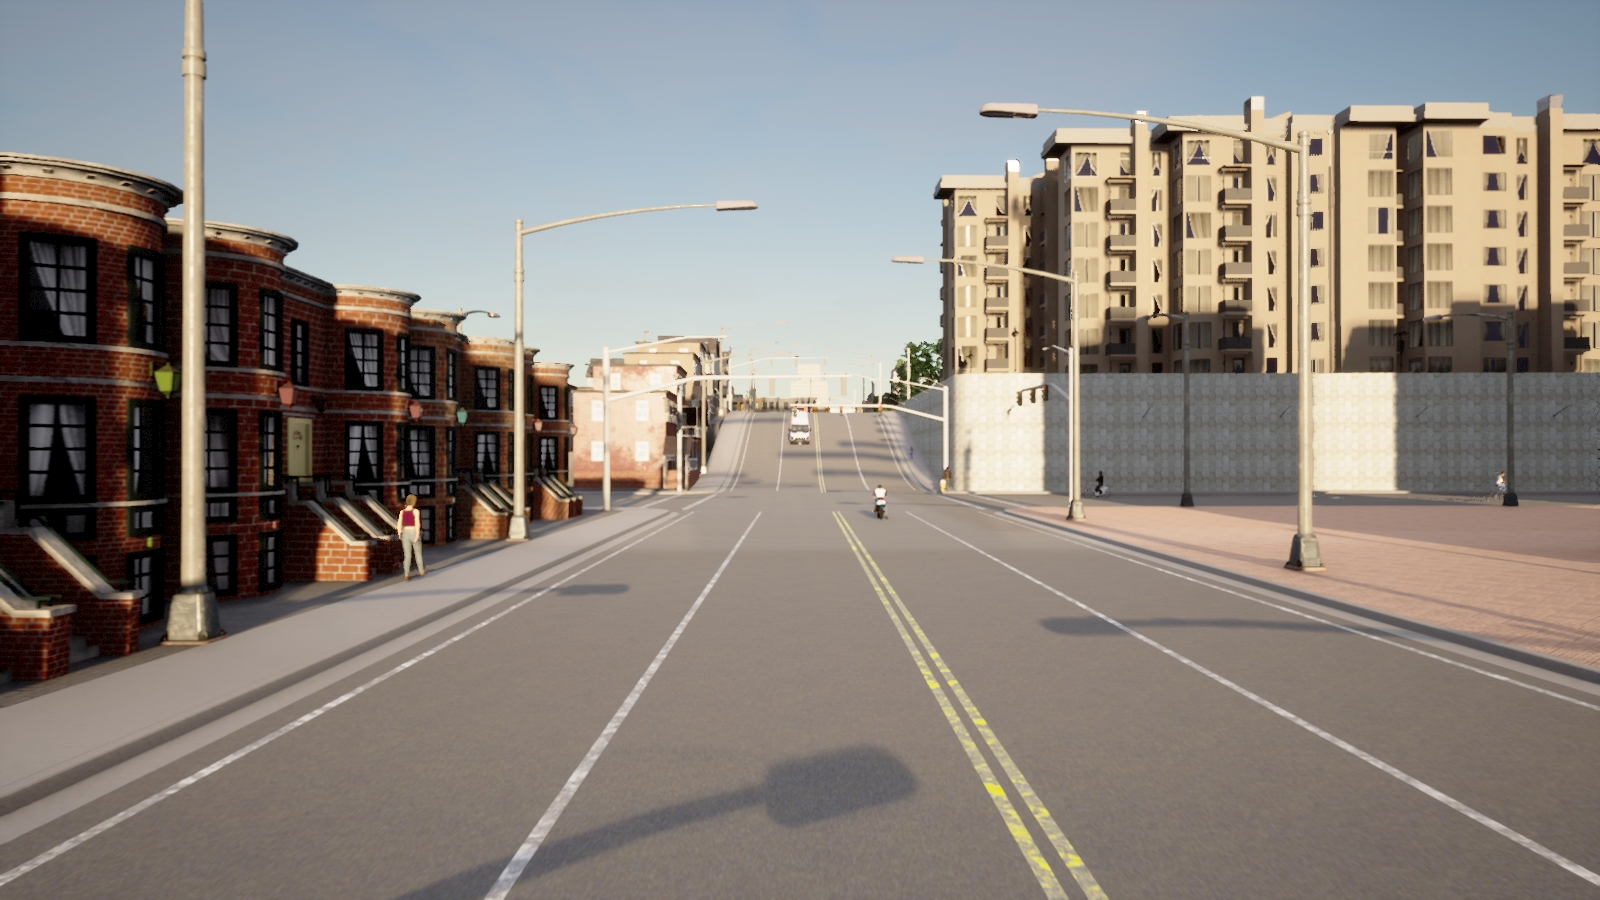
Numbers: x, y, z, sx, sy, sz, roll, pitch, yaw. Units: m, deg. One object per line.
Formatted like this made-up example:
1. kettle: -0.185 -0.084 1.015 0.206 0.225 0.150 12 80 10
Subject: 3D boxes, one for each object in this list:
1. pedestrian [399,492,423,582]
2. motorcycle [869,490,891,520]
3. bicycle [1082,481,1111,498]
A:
1. pedestrian: -8.229 1.833 24.167 0.375 1.860 0.375 0 0 4
2. motorcycle: 3.486 2.406 49.883 0.803 1.224 2.033 0 0 -1
3. bicycle: 19.150 2.552 73.788 1.835 1.126 0.329 0 0 0
